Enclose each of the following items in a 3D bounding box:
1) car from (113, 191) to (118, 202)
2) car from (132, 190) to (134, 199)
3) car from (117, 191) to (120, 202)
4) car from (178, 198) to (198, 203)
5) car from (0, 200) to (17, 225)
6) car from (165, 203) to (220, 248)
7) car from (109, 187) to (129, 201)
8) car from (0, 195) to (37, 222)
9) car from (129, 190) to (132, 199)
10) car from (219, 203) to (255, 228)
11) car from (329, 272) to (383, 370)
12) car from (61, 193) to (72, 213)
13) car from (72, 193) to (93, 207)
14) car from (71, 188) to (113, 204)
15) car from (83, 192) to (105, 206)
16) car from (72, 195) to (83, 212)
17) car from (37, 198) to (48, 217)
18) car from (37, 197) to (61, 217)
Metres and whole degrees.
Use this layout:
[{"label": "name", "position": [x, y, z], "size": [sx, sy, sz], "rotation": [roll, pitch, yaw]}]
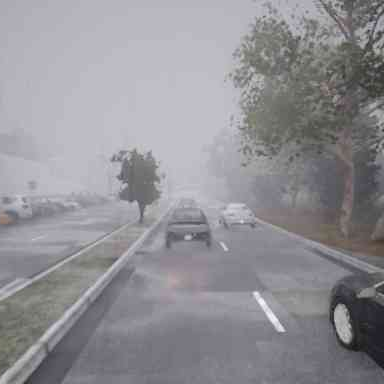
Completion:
[{"label": "car", "position": [-14.429, 1.083, 50.277], "size": [5.366, 1.575, 1.946], "rotation": [-2, 1, -21]}, {"label": "car", "position": [-14.914, 0.733, 68.198], "size": [4.553, 1.767, 2.185], "rotation": [-1, 0, -21]}, {"label": "car", "position": [-14.821, 1.048, 53.137], "size": [5.366, 1.575, 1.946], "rotation": [-2, 1, -21]}, {"label": "car", "position": [-0.436, 1.322, 33.369], "size": [2.033, 1.411, 5.357], "rotation": [0, 1, -1]}, {"label": "car", "position": [-13.968, 1.516, 20.259], "size": [5.366, 1.575, 1.946], "rotation": [-1, 0, -21]}, {"label": "car", "position": [-0.157, 1.460, 14.649], "size": [2.128, 1.511, 4.902], "rotation": [0, 0, 0]}, {"label": "car", "position": [-14.770, 0.713, 59.186], "size": [5.566, 2.045, 2.435], "rotation": [-2, 1, -21]}, {"label": "car", "position": [-14.216, 1.245, 23.181], "size": [5.566, 2.045, 2.435], "rotation": [-1, 1, -21]}, {"label": "car", "position": [-14.805, 0.764, 65.214], "size": [4.553, 1.767, 2.185], "rotation": [-1, 1, -21]}, {"label": "car", "position": [2.779, 1.426, 21.129], "size": [1.812, 1.442, 4.674], "rotation": [0, 0, -1]}, {"label": "car", "position": [3.064, 1.479, 3.261], "size": [1.837, 1.490, 4.892], "rotation": [0, 0, -1]}, {"label": "car", "position": [-14.357, 1.259, 32.193], "size": [4.553, 1.767, 2.185], "rotation": [-2, 1, -21]}, {"label": "car", "position": [-14.410, 1.290, 38.205], "size": [5.008, 1.535, 2.097], "rotation": [-2, 1, -21]}, {"label": "car", "position": [-14.537, 0.887, 47.219], "size": [5.566, 2.045, 2.435], "rotation": [-2, 1, -21]}, {"label": "car", "position": [-14.483, 1.216, 44.221], "size": [4.792, 1.488, 2.163], "rotation": [-2, 1, -21]}, {"label": "car", "position": [-14.373, 1.379, 35.206], "size": [4.674, 1.452, 2.002], "rotation": [-2, 1, -21]}, {"label": "car", "position": [-14.257, 1.493, 26.183], "size": [4.792, 1.488, 2.163], "rotation": [-1, 1, -21]}, {"label": "car", "position": [-14.280, 1.469, 29.207], "size": [4.674, 1.452, 2.002], "rotation": [-1, 0, -21]}]
